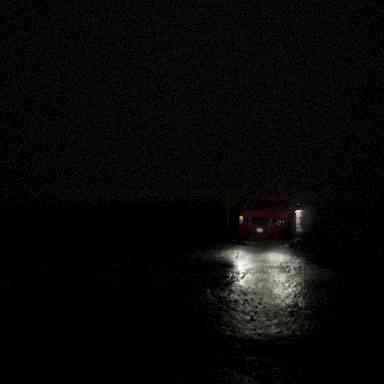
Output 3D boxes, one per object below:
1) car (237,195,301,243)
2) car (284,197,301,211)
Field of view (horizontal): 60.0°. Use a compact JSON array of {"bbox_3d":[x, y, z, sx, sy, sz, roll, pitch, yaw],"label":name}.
[{"bbox_3d":[3.877,1.212,16.425,2.150,2.045,5.566,1,1,23],"label":"car"},{"bbox_3d":[12.434,1.437,41.127,1.812,1.442,4.674,0,0,19],"label":"car"}]
